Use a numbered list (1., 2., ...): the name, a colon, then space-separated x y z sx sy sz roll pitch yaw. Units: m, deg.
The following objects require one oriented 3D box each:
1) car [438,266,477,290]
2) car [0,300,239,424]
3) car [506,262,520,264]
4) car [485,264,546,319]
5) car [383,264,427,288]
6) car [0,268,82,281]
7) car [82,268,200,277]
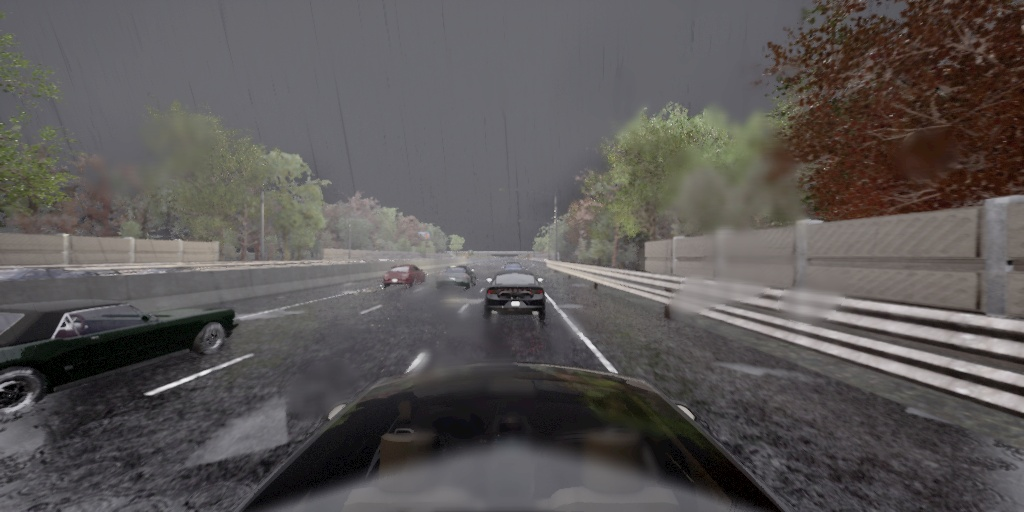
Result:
1. car: -3.392 1.309 22.745 1.994 1.385 4.181 0 0 0
2. car: -6.895 1.350 5.677 1.895 1.301 4.718 0 0 0
3. car: 0.106 1.293 32.979 2.033 1.411 5.357 0 0 0
4. car: 0.104 1.224 12.796 1.882 1.535 5.008 0 0 0
5. car: -6.890 1.271 23.350 1.812 1.442 4.674 0 0 0
6. car: -21.001 1.347 17.541 1.895 1.301 4.718 0 0 0
7. car: -17.496 1.293 18.199 2.033 1.411 5.357 0 0 0
